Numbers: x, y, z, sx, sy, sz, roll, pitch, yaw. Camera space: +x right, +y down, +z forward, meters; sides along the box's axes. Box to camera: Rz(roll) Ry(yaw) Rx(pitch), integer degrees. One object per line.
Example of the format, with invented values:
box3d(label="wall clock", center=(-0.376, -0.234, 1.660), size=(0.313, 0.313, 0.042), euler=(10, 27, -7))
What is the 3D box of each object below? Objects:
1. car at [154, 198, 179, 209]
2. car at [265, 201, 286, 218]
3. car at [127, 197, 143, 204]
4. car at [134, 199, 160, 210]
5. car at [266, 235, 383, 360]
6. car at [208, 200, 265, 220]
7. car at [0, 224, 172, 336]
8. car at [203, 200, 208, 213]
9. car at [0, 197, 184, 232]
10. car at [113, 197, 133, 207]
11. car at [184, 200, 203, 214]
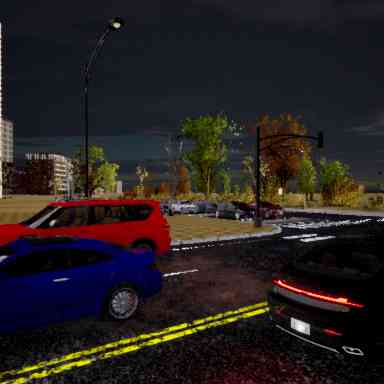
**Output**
box3d(label="car", center=(-3.691, 1.656, 47.627), size=(1.994, 1.385, 4.181), euler=(0, 0, -30))
box3d(label="car", center=(6.555, 1.573, 30.826), size=(1.812, 1.442, 4.674), euler=(0, 0, -30))
box3d(label="car", center=(-11.897, 1.680, 68.779), size=(1.994, 1.385, 4.181), euler=(0, 0, -29))
box3d(label="car", center=(-6.234, 1.667, 45.509), size=(1.994, 1.385, 4.181), euler=(0, 0, -31))
box3d(label="car", center=(3.415, 1.504, 5.708), size=(4.892, 1.490, 1.837), euler=(0, 0, -34))
box3d(label="car", center=(3.754, 1.564, 29.192), size=(1.837, 1.490, 4.892), euler=(0, 0, -32))
box3d(label="car", center=(-2.730, 1.525, 5.687), size=(4.674, 1.442, 1.812), euler=(0, 0, -35))
box3d(label="car", center=(1.468, 1.618, 39.087), size=(2.033, 1.411, 5.357), euler=(0, 0, -32))
box3d(label="car", center=(-3.226, 1.222, 9.306), size=(5.566, 2.045, 2.150), euler=(0, 0, -34))
box3d(label="car", center=(-11.284, 1.626, 54.175), size=(1.837, 1.490, 4.892), euler=(0, 0, -29))
box3d(label="car", center=(-1.049, 1.607, 36.979), size=(1.812, 1.442, 4.674), euler=(0, 0, -31))
